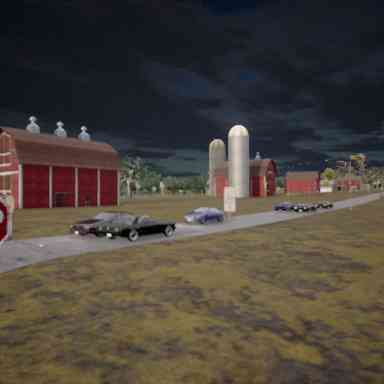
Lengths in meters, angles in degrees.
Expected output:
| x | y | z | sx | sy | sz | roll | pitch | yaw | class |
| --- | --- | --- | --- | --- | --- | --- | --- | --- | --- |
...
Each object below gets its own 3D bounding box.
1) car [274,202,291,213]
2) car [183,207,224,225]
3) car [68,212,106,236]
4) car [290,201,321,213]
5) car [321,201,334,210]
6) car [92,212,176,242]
| x | y | z | sx | sy | sz | roll | pitch | yaw | class |
| --- | --- | --- | --- | --- | --- | --- | --- | --- | --- |
| 12.992 | 2.101 | 46.061 | 1.895 | 1.301 | 4.718 | -1 | 0 | 36 | car |
| 1.127 | 2.059 | 29.501 | 1.812 | 1.442 | 4.674 | -1 | -1 | 35 | car |
| -4.969 | 1.955 | 20.940 | 2.033 | 1.411 | 5.357 | -1 | -1 | 36 | car |
| 15.121 | 2.074 | 44.147 | 1.895 | 1.301 | 4.718 | -1 | 0 | 36 | car |
| 20.836 | 2.038 | 52.273 | 1.895 | 1.301 | 4.718 | -1 | 0 | 35 | car |
| -2.955 | 1.971 | 18.855 | 1.895 | 1.301 | 4.718 | -1 | -1 | 35 | car |
